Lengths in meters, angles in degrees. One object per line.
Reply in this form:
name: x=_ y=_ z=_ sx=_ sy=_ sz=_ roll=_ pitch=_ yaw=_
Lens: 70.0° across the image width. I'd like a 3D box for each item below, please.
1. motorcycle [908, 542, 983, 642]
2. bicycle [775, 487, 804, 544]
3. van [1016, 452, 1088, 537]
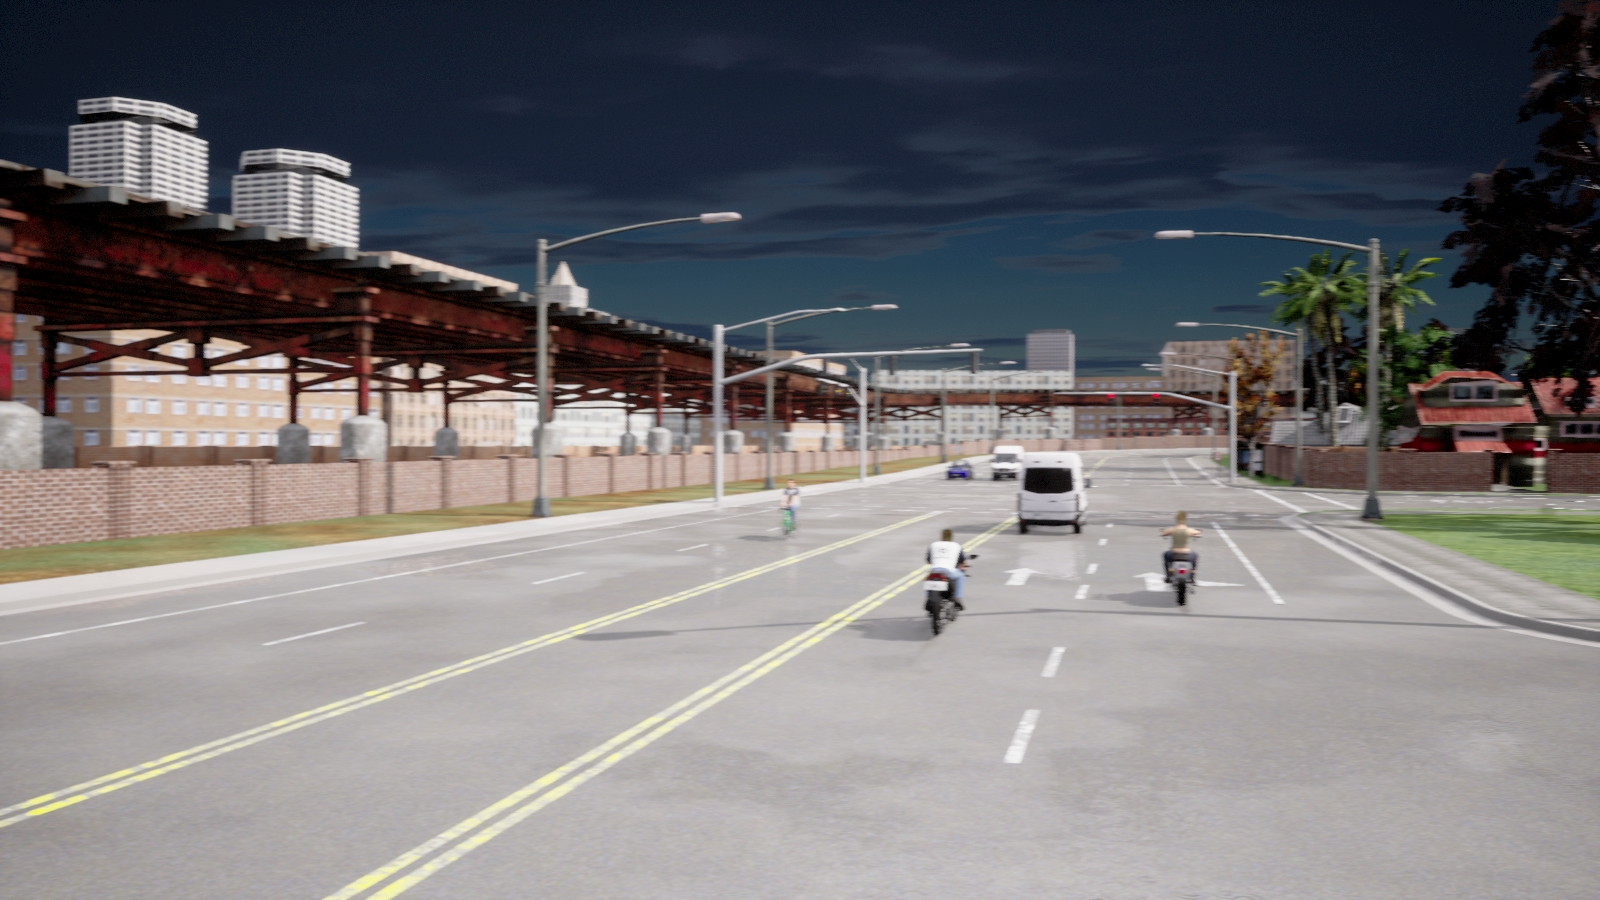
motorcycle: x=2.223 y=2.091 z=17.232 sx=0.803 sy=1.224 sz=2.033 roll=0 pitch=0 yaw=17
bicycle: x=-0.296 y=1.873 z=33.083 sx=0.373 sy=1.521 sz=1.643 roll=0 pitch=1 yaw=17
van: x=8.487 y=1.366 z=38.111 sx=1.988 sy=2.561 sz=5.915 roll=0 pitch=0 yaw=16
